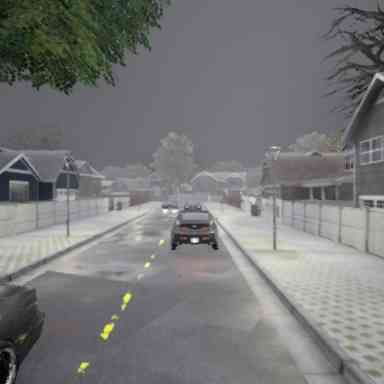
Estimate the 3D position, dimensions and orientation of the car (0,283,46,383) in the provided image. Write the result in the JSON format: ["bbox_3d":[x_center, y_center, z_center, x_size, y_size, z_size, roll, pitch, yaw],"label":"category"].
[{"bbox_3d":[-2.852,1.548,2.097,2.033,1.411,5.357,0,0,0],"label":"car"}]

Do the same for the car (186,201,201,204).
[{"bbox_3d":[0.100,1.608,36.916,1.895,1.301,4.718,0,0,0],"label":"car"}]

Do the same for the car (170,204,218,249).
[{"bbox_3d":[0.093,1.507,14.531,1.837,1.490,4.892,0,0,0],"label":"car"}]

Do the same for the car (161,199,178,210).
[{"bbox_3d":[-2.835,1.573,43.614,1.994,1.385,4.181,0,0,0],"label":"car"}]
